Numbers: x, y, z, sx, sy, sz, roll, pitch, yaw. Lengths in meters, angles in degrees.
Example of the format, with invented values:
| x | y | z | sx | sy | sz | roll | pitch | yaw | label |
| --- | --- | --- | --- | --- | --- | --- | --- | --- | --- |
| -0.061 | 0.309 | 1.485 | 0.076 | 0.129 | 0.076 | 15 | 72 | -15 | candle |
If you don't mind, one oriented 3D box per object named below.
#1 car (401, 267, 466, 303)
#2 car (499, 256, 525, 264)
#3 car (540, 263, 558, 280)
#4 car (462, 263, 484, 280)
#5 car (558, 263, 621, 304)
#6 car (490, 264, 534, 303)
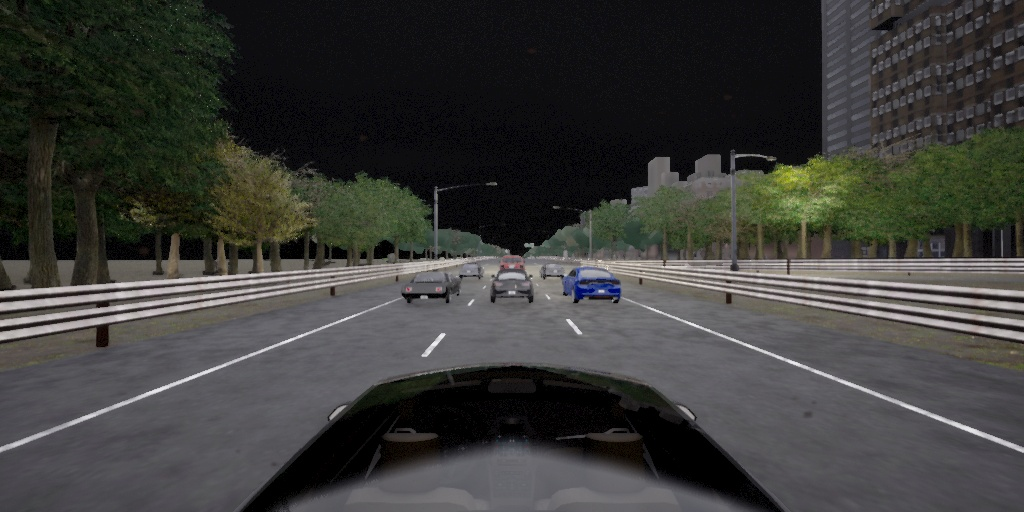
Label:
| x | y | z | sx | sy | sz | roll | pitch | yaw | label |
| --- | --- | --- | --- | --- | --- | --- | --- | --- | --- |
| -3.500 | 1.366 | 16.530 | 1.895 | 1.301 | 4.718 | 0 | 0 | 0 | car |
| 0.000 | 1.003 | 31.530 | 2.150 | 2.045 | 5.566 | 0 | 0 | 0 | car |
| 3.500 | 1.310 | 31.500 | 2.033 | 1.411 | 5.357 | 0 | 0 | 0 | car |
| -3.500 | 1.309 | 31.500 | 2.033 | 1.411 | 5.357 | 0 | 0 | 0 | car |
| 3.500 | 1.235 | 16.500 | 1.882 | 1.535 | 5.008 | 0 | 0 | 0 | car |
| 0.000 | 1.283 | 16.500 | 1.812 | 1.442 | 4.674 | 0 | 0 | 0 | car |
